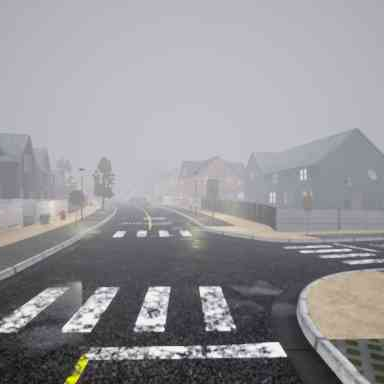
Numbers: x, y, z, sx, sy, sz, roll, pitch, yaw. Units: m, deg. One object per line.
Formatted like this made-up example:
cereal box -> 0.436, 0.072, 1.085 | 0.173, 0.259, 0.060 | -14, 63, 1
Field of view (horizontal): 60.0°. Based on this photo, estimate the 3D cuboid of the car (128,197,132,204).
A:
car -> -11.345, 1.595, 65.219 | 1.882, 1.535, 5.008 | 0, 0, -17

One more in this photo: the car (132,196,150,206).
car -> -8.235, 1.629, 55.209 | 2.033, 1.411, 5.357 | 0, 0, -17
